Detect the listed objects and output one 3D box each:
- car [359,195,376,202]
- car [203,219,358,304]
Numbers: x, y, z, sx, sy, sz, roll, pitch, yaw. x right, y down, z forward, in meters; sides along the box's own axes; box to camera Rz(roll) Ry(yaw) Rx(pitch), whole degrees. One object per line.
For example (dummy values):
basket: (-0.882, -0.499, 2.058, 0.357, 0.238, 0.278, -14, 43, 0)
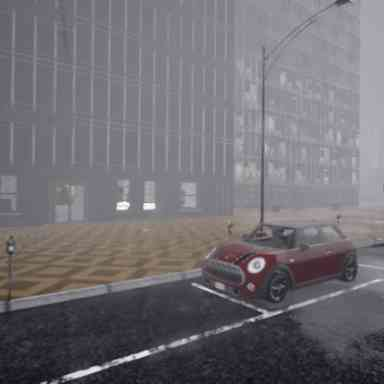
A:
car: (43.334, 1.601, 83.176, 2.192, 1.841, 5.009, 1, -1, -35)
car: (2.217, 1.449, 8.130, 4.097, 1.590, 1.967, 0, 1, -35)
